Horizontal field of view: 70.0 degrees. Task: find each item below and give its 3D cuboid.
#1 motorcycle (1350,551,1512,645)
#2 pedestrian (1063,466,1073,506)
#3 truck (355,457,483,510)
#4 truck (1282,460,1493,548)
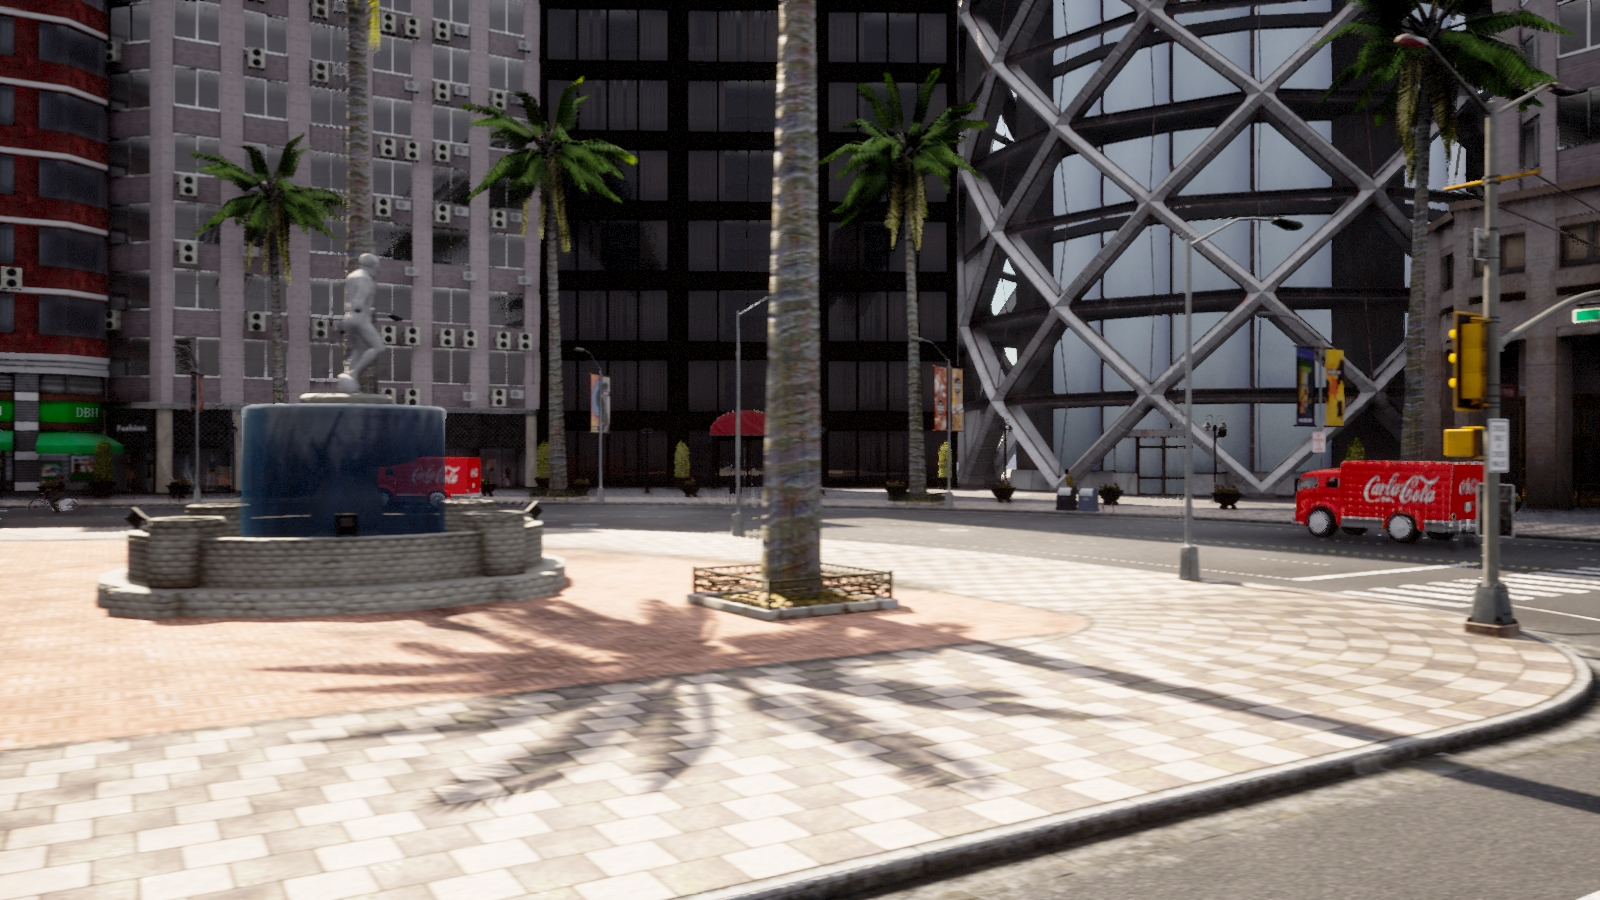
[{"bbox_3d":[9.582,2.213,17.424,0.803,1.145,2.033,0,0,-31],"label":"motorcycle"},{"bbox_3d":[12.585,1.698,53.671,0.375,1.860,0.375,0,0,32],"label":"pedestrian"},{"bbox_3d":[-17.998,1.570,54.170,5.204,2.467,2.627,0,0,0],"label":"truck"},{"bbox_3d":[18.171,1.569,35.583,2.627,2.467,5.204,0,0,-35],"label":"truck"}]
